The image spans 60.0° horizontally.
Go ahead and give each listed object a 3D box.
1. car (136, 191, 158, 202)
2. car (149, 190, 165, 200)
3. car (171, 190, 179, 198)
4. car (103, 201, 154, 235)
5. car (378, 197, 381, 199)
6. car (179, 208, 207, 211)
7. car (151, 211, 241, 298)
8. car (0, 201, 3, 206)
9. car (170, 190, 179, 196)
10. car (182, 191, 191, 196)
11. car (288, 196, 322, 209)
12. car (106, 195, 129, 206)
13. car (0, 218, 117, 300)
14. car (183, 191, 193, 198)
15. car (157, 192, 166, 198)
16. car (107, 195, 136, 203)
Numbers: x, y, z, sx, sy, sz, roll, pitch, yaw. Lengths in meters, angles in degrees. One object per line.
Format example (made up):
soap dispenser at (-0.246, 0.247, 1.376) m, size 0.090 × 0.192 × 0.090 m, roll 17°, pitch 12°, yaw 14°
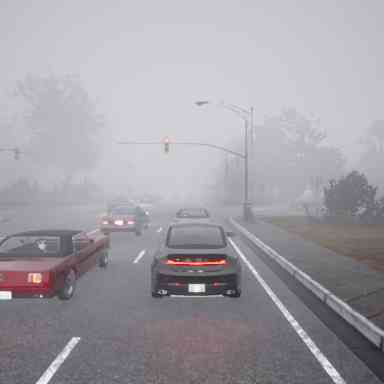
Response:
car at (-7.237, 1.082, 54.070) m, size 2.128 × 1.511 × 4.902 m, roll 0°, pitch 1°, yaw 0°
car at (-7.224, 0.797, 69.141) m, size 2.097 × 1.767 × 4.553 m, roll 0°, pitch 1°, yaw -1°
car at (-4.217, 0.752, 84.807) m, size 2.128 × 1.511 × 4.902 m, roll 0°, pitch 1°, yaw -4°
car at (-3.462, 1.440, 17.835) m, size 2.033 × 1.411 × 5.357 m, roll 0°, pitch 0°, yaw -1°
car at (24.301, 0.937, 39.114) m, size 5.566 × 2.045 × 2.150 m, roll 0°, pitch 0°, yaw -3°
car at (0.064, 1.494, 17.742) m, size 1.895 × 1.301 × 4.718 m, roll 0°, pitch 0°, yaw 0°
car at (0.080, 1.472, 8.429) m, size 1.837 × 1.490 × 4.892 m, roll 0°, pitch 0°, yaw 0°
car at (-25.322, 1.312, 39.519) m, size 4.718 × 1.301 × 1.895 m, roll 0°, pitch 0°, yaw -1°
car at (-4.986, 0.270, 94.854) m, size 2.097 × 1.767 × 4.553 m, roll 0°, pitch 1°, yaw -7°
car at (-1.506, 0.452, 95.224) m, size 2.033 × 1.411 × 5.357 m, roll 0°, pitch 1°, yaw -7°
car at (13.633, 1.212, 38.484) m, size 4.902 × 1.511 × 2.128 m, roll 0°, pitch 0°, yaw -3°
car at (-10.916, 1.178, 49.297) m, size 2.033 × 1.411 × 5.357 m, roll 0°, pitch 0°, yaw 3°
car at (-3.421, 1.569, 8.246) m, size 1.895 × 1.301 × 4.718 m, roll 0°, pitch 0°, yaw 0°
car at (-0.745, 0.772, 85.347) m, size 1.994 × 1.385 × 4.181 m, roll 0°, pitch 1°, yaw -4°
car at (-7.635, 0.797, 83.186) m, size 2.033 × 1.411 × 5.357 m, roll 0°, pitch 1°, yaw -2°
car at (-7.188, 1.329, 33.051) m, size 1.994 × 1.385 × 4.181 m, roll 0°, pitch 0°, yaw 0°
